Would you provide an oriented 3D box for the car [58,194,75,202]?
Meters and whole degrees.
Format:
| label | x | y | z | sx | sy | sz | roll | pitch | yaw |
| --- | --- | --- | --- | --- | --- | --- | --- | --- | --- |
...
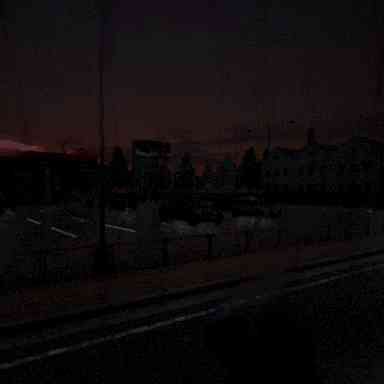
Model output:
| label | x | y | z | sx | sy | sz | roll | pitch | yaw |
| --- | --- | --- | --- | --- | --- | --- | --- | --- | --- |
| car | -28.976 | 1.492 | 73.382 | 4.611 | 1.667 | 2.242 | 0 | 0 | -36 |

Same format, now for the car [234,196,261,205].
| label | x | y | z | sx | sy | sz | roll | pitch | yaw |
| --- | --- | --- | --- | --- | --- | --- | --- | --- | --- |
| car | 9.543 | 1.355 | 57.402 | 1.812 | 1.442 | 4.674 | 0 | 0 | -35 |

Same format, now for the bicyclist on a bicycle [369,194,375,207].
| label | x | y | z | sx | sy | sz | roll | pitch | yaw |
| --- | --- | --- | --- | --- | --- | --- | --- | --- | --- |
| bicyclist on a bicycle | 23.818 | 1.122 | 43.988 | 1.656 | 1.620 | 0.582 | 0 | 0 | -35 |

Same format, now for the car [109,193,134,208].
| label | x | y | z | sx | sy | sz | roll | pitch | yaw |
| --- | --- | --- | --- | --- | --- | --- | --- | --- | --- |
| car | -9.674 | 1.090 | 45.386 | 1.905 | 1.878 | 3.866 | 0 | 0 | -36 |

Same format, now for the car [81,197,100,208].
| label | x | y | z | sx | sy | sz | roll | pitch | yaw |
| --- | --- | --- | --- | --- | --- | --- | --- | --- | --- |
| car | -12.735 | 1.374 | 43.953 | 1.970 | 1.475 | 3.806 | 0 | 0 | -36 |

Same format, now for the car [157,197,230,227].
| label | x | y | z | sx | sy | sz | roll | pitch | yaw |
| --- | --- | --- | --- | --- | --- | --- | --- | --- | --- |
| car | -0.238 | 1.166 | 21.098 | 2.152 | 1.636 | 5.027 | 0 | 0 | -36 |

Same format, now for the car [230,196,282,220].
| label | x | y | z | sx | sy | sz | roll | pitch | yaw |
| --- | --- | --- | --- | --- | --- | --- | --- | --- | --- |
| car | 4.798 | 1.245 | 25.089 | 1.970 | 1.475 | 3.806 | 0 | 0 | -36 |

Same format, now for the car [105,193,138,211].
| label | x | y | z | sx | sy | sz | roll | pitch | yaw |
| --- | --- | --- | --- | --- | --- | --- | --- | --- | --- |
| car | -7.780 | 1.110 | 37.072 | 1.932 | 1.855 | 4.605 | 0 | 0 | -36 |

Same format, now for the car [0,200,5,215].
| label | x | y | z | sx | sy | sz | roll | pitch | yaw |
| --- | --- | --- | --- | --- | --- | --- | --- | --- | --- |
| car | -18.333 | 1.311 | 30.417 | 2.007 | 1.523 | 4.514 | 0 | 0 | -36 |

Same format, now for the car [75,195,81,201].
| label | x | y | z | sx | sy | sz | roll | pitch | yaw |
| --- | --- | --- | --- | --- | --- | --- | --- | --- | --- |
| car | -28.733 | 1.325 | 80.510 | 3.866 | 1.878 | 1.905 | 0 | 0 | -36 |

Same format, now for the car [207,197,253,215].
| label | x | y | z | sx | sy | sz | roll | pitch | yaw |
| --- | --- | --- | --- | --- | --- | --- | --- | --- | --- |
| car | 3.685 | 1.311 | 32.954 | 2.007 | 1.523 | 4.514 | 0 | 0 | -36 |
